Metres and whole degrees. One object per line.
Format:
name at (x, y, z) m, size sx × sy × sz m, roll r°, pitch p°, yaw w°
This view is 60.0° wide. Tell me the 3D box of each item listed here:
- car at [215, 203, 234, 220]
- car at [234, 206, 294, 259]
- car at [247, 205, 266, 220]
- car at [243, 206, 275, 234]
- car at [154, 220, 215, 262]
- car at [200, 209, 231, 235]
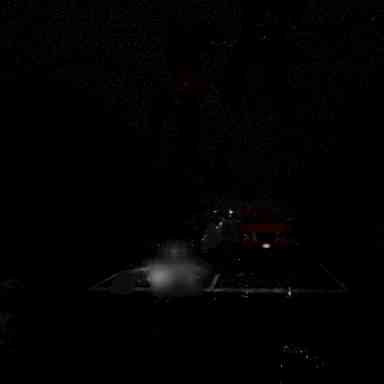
car at (3.755, 2.161, 38.054) m, size 2.097 × 1.767 × 4.553 m, roll -2°, pitch 0°, yaw 10°
car at (3.292, 1.757, 15.345) m, size 2.150 × 2.045 × 5.566 m, roll -2°, pitch -2°, yaw 10°
car at (7.155, 2.267, 37.158) m, size 1.895 × 1.301 × 4.718 m, roll -2°, pitch 0°, yaw 10°
car at (5.081, 2.048, 25.460) m, size 2.097 × 1.767 × 4.553 m, roll -2°, pitch -1°, yaw 10°
car at (-0.317, 2.219, 14.933) m, size 1.994 × 1.385 × 4.181 m, roll -2°, pitch -2°, yaw 10°
car at (1.515, 2.382, 25.339) m, size 2.033 × 1.411 × 5.357 m, roll -2°, pitch -1°, yaw 10°
